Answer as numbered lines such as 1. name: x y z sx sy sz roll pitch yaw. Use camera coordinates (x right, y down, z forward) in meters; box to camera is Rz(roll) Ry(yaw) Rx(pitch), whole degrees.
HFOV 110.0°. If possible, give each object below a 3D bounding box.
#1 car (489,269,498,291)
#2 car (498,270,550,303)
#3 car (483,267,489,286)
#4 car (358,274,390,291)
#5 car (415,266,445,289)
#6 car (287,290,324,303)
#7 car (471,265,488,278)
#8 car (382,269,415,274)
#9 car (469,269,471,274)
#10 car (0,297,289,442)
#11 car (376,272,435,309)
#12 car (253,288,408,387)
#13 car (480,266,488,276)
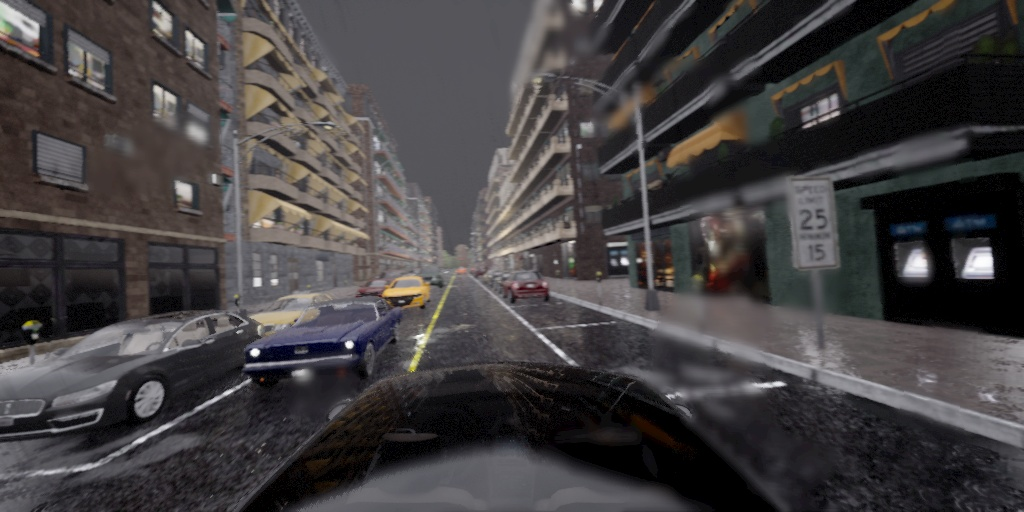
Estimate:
1. car: -0.203 1.701 23.935 2.007 1.370 4.403 0 0 -8
2. car: 0.608 1.443 18.428 1.967 1.591 4.097 0 0 -8
3. car: -1.014 1.849 29.441 2.007 1.370 4.403 0 0 -8
4. car: -8.486 2.143 22.736 1.888 1.381 4.507 0 0 -8
5. car: -7.401 1.943 32.919 2.150 2.045 5.566 -3 -1 -8
6. car: -6.838 1.828 11.554 1.751 1.417 4.829 0 0 -8
7. car: -4.260 2.208 51.467 2.192 1.841 5.009 0 0 -8
8. car: -9.297 2.060 28.243 2.192 1.841 5.009 0 0 -8
9. car: -5.882 2.743 62.479 2.007 1.370 4.403 0 0 -8
10. car: -6.051 1.706 6.216 2.007 1.370 4.403 0 0 -8
11. car: -5.259 1.810 18.315 1.882 1.535 5.008 -3 -1 -9
12. car: -3.736 1.657 8.001 1.895 1.301 4.718 -3 -1 -8
13. car: -1.851 1.972 35.115 1.751 1.417 4.829 0 0 -8
